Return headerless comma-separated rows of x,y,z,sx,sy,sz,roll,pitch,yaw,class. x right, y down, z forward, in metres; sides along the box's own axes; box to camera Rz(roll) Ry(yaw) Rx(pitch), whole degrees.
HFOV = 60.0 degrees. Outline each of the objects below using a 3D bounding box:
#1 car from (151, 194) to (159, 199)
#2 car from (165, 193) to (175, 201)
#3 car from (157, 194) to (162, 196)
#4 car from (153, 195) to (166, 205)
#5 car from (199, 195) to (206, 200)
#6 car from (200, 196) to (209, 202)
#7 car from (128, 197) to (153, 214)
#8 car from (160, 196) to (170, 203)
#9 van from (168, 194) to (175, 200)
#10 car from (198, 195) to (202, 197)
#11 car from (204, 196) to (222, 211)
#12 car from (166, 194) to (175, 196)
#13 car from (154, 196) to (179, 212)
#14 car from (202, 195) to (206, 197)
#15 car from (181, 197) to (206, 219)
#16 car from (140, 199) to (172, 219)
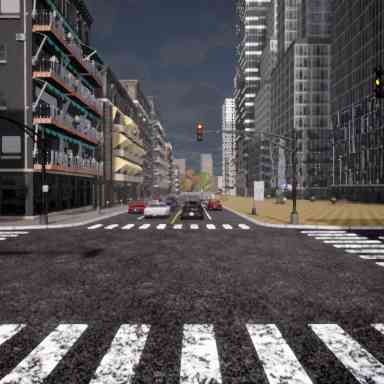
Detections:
-5.638,1.435,40.983,1.967,1.590,4.097,-1,0,0,car
-5.568,1.321,86.175,2.192,1.841,5.009,-1,0,0,car
-5.621,1.312,52.282,2.192,1.841,5.009,-1,0,0,car
-5.611,1.438,57.930,1.967,1.590,4.097,-1,0,0,car
2.792,1.533,92.039,1.752,1.417,4.829,-1,0,0,car
2.765,1.547,74.921,1.887,1.381,4.507,-1,0,0,car
-5.645,1.540,35.334,1.887,1.381,4.507,-1,0,0,car
-5.591,1.583,69.228,1.802,1.307,4.206,-1,0,0,car
-5.558,1.349,91.823,1.690,1.788,3.998,-1,0,0,van
0.183,1.545,56.941,2.033,1.411,5.357,0,0,-1,car
2.711,1.540,41.027,1.887,1.381,4.507,-1,0,0,car
-3.010,1.501,49.625,1.837,1.490,4.892,0,0,0,car
-3.025,1.559,39.444,1.994,1.385,4.181,0,0,1,car
2.747,1.550,63.623,2.008,1.369,4.403,-1,0,0,car
0.049,1.502,29.444,1.837,1.490,4.892,0,0,1,car
-3.053,1.596,29.383,1.895,1.301,4.718,0,0,0,car
